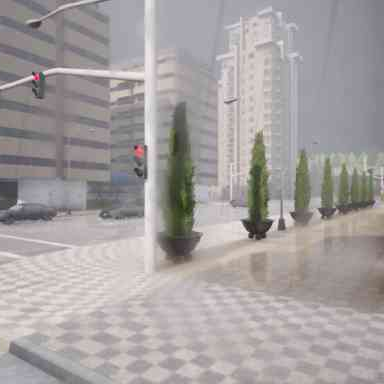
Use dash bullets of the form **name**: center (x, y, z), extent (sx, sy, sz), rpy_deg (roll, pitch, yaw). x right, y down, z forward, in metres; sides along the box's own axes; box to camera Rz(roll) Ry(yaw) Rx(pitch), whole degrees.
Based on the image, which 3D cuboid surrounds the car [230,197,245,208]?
- **car**: center (7.402, 1.618, 47.312), extent (1.994, 1.385, 4.181), rpy_deg (0, 0, 35)

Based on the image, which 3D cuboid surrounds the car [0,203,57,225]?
- **car**: center (-12.417, 1.579, 24.713), extent (1.812, 1.442, 4.674), rpy_deg (0, 0, 35)

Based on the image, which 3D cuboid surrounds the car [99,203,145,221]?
- **car**: center (-5.806, 1.617, 28.184), extent (1.994, 1.385, 4.181), rpy_deg (0, 0, 35)

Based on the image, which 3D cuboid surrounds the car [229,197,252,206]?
- **car**: center (7.951, 1.454, 54.188), extent (1.895, 1.301, 4.718), rpy_deg (0, 0, 35)
